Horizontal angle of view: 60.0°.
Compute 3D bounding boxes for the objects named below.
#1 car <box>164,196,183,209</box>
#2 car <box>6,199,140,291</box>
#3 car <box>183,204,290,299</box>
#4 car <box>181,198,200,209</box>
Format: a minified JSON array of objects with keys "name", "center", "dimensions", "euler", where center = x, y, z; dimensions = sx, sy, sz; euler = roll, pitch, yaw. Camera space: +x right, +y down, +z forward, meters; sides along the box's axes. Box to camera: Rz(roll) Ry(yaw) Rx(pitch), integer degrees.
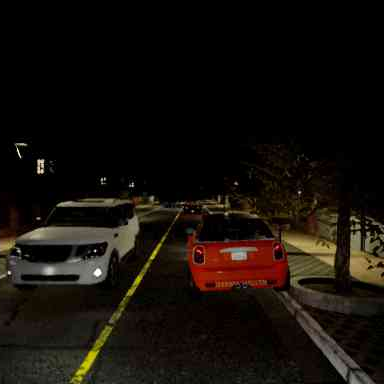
[{"name":"car","center":[-2.754,1.446,47.628],"dimensions":[2.097,1.767,4.553],"euler":[0,0,0]},{"name":"car","center":[-2.852,1.233,9.410],"dimensions":[2.150,2.045,5.566],"euler":[0,0,0]},{"name":"car","center":[0.921,1.311,8.642],"dimensions":[2.097,1.767,4.553],"euler":[-3,-1,0]},{"name":"car","center":[0.070,1.662,35.857],"dimensions":[1.895,1.301,4.718],"euler":[0,0,0]}]
